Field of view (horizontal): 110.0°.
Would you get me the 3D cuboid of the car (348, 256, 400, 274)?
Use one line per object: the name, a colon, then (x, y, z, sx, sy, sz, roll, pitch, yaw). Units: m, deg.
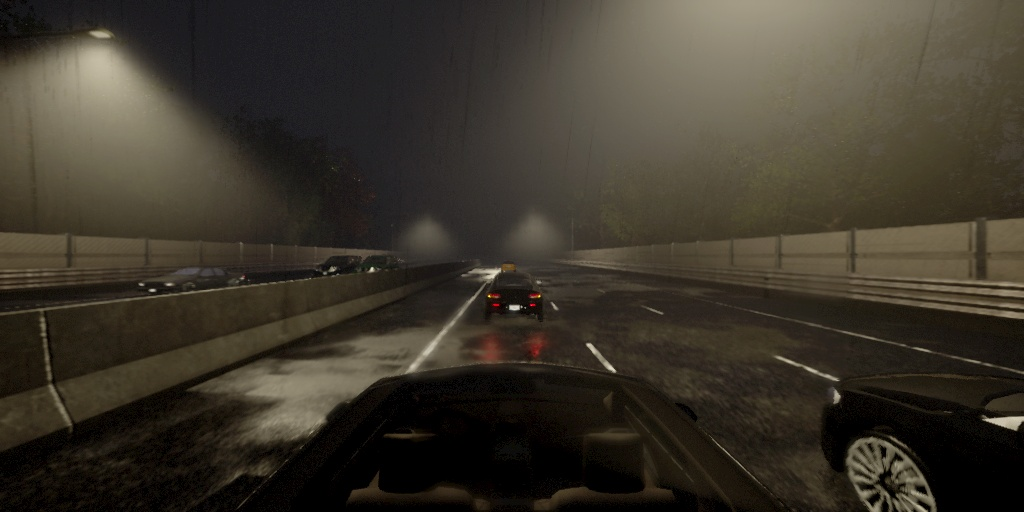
car: (-10.829, 0.981, 29.120, 2.150, 2.045, 5.566, 0, 0, -1)

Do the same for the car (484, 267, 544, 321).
car: (0.056, 1.280, 12.349, 1.812, 1.442, 4.674, 0, 0, 0)

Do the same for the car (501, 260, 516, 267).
car: (-0.442, 1.223, 44.576, 1.801, 1.575, 5.366, 0, 0, -1)

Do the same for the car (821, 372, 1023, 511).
car: (3.593, 1.241, 1.095, 2.128, 1.511, 4.902, 0, 0, 0)

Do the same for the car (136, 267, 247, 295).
car: (-17.711, 1.304, 20.299, 2.033, 1.411, 5.357, 0, 0, -1)

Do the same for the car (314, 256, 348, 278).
car: (-14.345, 0.981, 30.172, 2.150, 2.045, 5.566, 0, 0, -1)
